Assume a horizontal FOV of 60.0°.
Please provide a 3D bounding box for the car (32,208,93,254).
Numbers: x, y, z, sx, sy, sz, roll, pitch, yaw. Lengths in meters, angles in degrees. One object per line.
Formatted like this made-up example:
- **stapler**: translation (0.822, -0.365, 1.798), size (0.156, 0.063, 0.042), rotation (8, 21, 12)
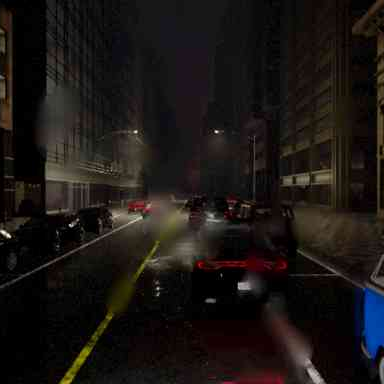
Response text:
- **car**: translation (-5.740, 1.565, 13.487), size (1.947, 1.339, 4.313), rotation (0, 0, 0)

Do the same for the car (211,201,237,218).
- **car**: translation (2.817, 1.568, 30.290), size (1.947, 1.339, 4.313), rotation (0, 0, 0)

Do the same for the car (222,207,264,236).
- **car**: translation (2.796, 1.581, 19.086), size (1.802, 1.307, 4.206), rotation (0, 0, 0)

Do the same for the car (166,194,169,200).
- **car**: translation (-5.656, 1.556, 58.304), size (1.887, 1.381, 4.507), rotation (0, 0, 0)

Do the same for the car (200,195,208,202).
- **car**: translation (2.911, 1.460, 80.705), size (1.967, 1.590, 4.097), rotation (0, 0, 0)

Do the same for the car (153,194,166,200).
- **car**: translation (-5.667, 1.450, 52.702), size (1.967, 1.590, 4.097), rotation (0, 0, 0)

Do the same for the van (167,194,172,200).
- **van**: translation (-5.636, 1.357, 69.509), size (1.690, 1.788, 3.998), rotation (0, 0, 0)

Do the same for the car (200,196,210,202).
- **car**: translation (2.901, 1.562, 75.104), size (1.887, 1.381, 4.507), rotation (0, 0, 0)

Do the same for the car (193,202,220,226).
- **car**: translation (0.945, 1.526, 24.223), size (1.812, 1.442, 4.674), rotation (0, 0, 0)

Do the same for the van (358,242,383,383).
- **van**: translation (2.763, 1.341, 2.281), size (1.690, 1.788, 3.998), rotation (0, 0, 0)

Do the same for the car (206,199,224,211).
- **car**: translation (2.838, 1.571, 41.493), size (1.947, 1.339, 4.313), rotation (0, 0, 0)

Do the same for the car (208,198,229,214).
- **car**: translation (2.827, 1.444, 35.891), size (1.967, 1.590, 4.097), rotation (0, 0, 0)

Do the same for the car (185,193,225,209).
- **car**: translation (0.887, 1.221, 18.252), size (2.150, 2.045, 5.566), rotation (0, 0, 0)

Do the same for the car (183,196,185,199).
- **car**: translation (0.110, 1.571, 45.790), size (1.994, 1.385, 4.181), rotation (0, 0, 1)

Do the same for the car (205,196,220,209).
- **car**: translation (2.848, 1.447, 47.094), size (1.967, 1.590, 4.097), rotation (0, 0, 0)

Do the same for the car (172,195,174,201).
- **car**: translation (-5.624, 1.562, 75.111), size (1.887, 1.381, 4.507), rotation (0, 0, 0)

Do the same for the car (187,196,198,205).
- **car**: translation (0.115, 1.560, 61.477), size (2.033, 1.411, 5.357), rotation (0, 0, 0)

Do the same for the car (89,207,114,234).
- **car**: translation (-5.730, 1.565, 19.089), size (1.947, 1.339, 4.313), rotation (0, 0, 0)

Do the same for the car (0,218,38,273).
- **car**: translation (-5.751, 1.550, 7.886), size (2.008, 1.369, 4.403), rotation (0, 0, 0)

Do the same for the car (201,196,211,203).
- **car**: translation (2.890, 1.560, 69.501), size (1.887, 1.381, 4.507), rotation (0, 0, 0)

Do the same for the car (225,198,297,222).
- **car**: translation (2.784, 1.314, 13.484), size (2.192, 1.841, 5.009), rotation (0, 0, 0)

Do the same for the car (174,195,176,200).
- **car**: translation (-5.614, 1.565, 80.713), size (1.887, 1.381, 4.507), rotation (0, 0, 0)

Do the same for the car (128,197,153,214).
- **car**: translation (-5.698, 1.548, 35.896), size (1.887, 1.381, 4.507), rotation (0, 0, 0)

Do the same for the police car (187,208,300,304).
- **police car**: translation (0.915, 1.424, 8.333), size (1.930, 1.638, 5.238), rotation (0, 0, 0)

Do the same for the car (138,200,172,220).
- **car**: translation (-3.044, 1.602, 28.246), size (1.895, 1.301, 4.718), rotation (0, 0, 0)

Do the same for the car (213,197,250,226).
- **car**: translation (2.805, 1.315, 24.688), size (2.192, 1.841, 5.009), rotation (0, 0, 0)

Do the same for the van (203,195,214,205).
- **van**: translation (2.869, 1.352, 58.298), size (1.690, 1.788, 3.998), rotation (0, 0, 0)
